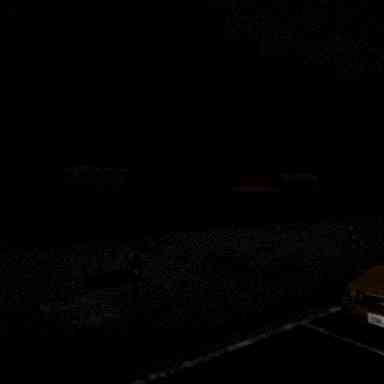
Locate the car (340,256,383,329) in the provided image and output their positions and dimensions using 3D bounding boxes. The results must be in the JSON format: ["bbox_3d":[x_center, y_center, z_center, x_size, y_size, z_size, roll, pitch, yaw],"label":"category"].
[{"bbox_3d":[4.595,1.476,6.083,4.829,1.417,1.752,0,0,-35],"label":"car"}]
